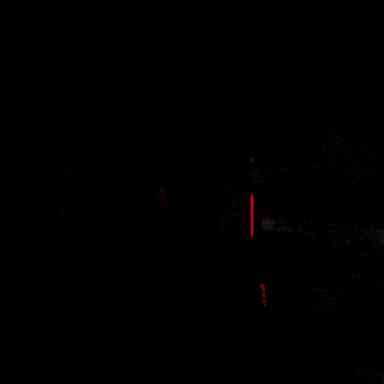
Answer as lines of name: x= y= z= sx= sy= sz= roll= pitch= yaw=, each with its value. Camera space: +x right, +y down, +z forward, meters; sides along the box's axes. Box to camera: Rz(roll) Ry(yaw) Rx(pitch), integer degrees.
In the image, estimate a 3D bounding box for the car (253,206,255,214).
car: x=3.529 y=1.491 z=30.269 sx=2.128 sy=1.511 sz=4.902 roll=0 pitch=0 yaw=-35
